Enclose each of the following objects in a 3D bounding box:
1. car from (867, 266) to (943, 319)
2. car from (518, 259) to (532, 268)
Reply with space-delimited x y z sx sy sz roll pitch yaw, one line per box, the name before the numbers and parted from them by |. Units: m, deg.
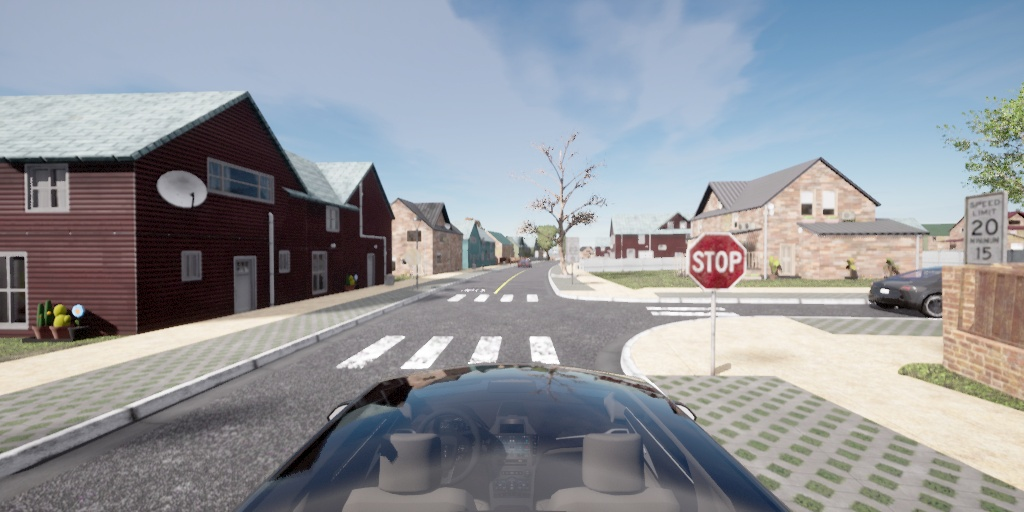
car | 13.231 0.992 10.393 4.181 1.385 1.994 -1 1 13
car | 2.128 1.231 59.028 1.994 1.385 4.181 0 0 9
